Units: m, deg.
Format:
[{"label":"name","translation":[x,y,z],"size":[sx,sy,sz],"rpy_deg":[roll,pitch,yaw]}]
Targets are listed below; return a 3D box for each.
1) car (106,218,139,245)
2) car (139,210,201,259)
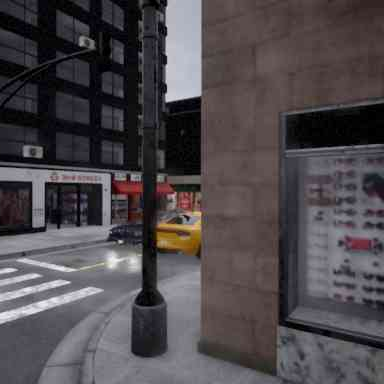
[{"label":"car","translation":[-1.347,1.563,15.309],"size":[2.033,1.411,5.357],"rpy_deg":[0,0,33]},{"label":"car","translation":[0.461,1.500,12.875],"size":[1.882,1.535,5.008],"rpy_deg":[0,0,33]}]
